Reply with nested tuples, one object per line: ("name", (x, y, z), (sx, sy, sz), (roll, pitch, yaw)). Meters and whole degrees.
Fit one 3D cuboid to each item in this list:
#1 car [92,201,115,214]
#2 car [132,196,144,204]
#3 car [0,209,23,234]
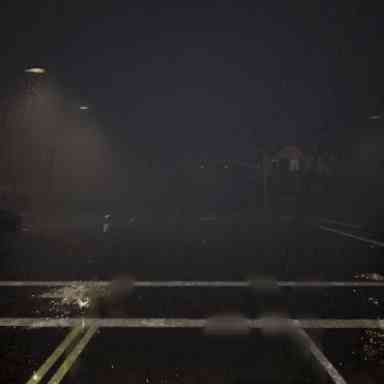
("car", (-10.487, 1.776, 39.760), (1.812, 1.442, 4.674), (0, 0, 0))
("car", (-10.477, 1.518, 64.830), (1.994, 1.385, 4.181), (0, 1, 0))
("car", (-10.491, 1.620, 17.115), (1.812, 1.442, 4.674), (0, 0, 0))
